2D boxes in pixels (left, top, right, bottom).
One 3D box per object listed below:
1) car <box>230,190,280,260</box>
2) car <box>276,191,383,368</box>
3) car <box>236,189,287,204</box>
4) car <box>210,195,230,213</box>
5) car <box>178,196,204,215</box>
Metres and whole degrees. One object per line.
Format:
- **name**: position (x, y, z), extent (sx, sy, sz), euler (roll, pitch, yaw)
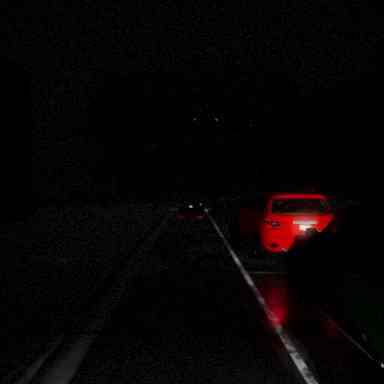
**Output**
- **car**: position (2.888, 0.964, 11.461), extent (2.150, 2.045, 5.566), euler (0, 1, -2)
- **car**: position (2.962, 1.127, 4.366), extent (2.150, 2.045, 5.566), euler (0, 1, 0)
- **car**: position (7.856, 0.516, 38.080), extent (5.357, 1.411, 2.033), euler (-1, 2, -2)
- **car**: position (2.497, 0.939, 27.514), extent (1.887, 1.381, 4.507), euler (-1, 1, 0)
- **car**: position (-0.065, 0.986, 26.219), extent (1.994, 1.385, 4.181), euler (0, 1, 0)
